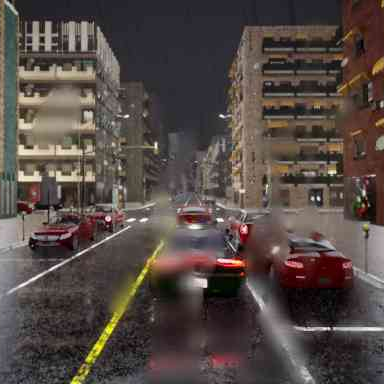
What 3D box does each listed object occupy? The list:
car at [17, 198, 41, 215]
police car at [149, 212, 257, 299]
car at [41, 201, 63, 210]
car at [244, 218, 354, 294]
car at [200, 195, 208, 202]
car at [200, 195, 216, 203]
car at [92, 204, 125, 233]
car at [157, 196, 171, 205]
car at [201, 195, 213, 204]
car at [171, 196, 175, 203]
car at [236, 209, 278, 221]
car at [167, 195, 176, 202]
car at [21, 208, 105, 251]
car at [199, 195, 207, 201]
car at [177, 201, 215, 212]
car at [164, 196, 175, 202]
[{"bbox_3d":[-17.446,1.240,31.216,5.009,1.841,2.192,0,-1,0],"label":"car"},{"bbox_3d":[0.129,1.506,8.538,2.038,1.542,4.974,0,0,0],"label":"police car"},{"bbox_3d":[-17.478,1.590,39.092,4.313,1.339,1.947,0,-1,0],"label":"car"},{"bbox_3d":[2.605,1.584,8.553,1.802,1.307,4.206,1,0,0],"label":"car"},{"bbox_3d":[2.877,1.555,80.556,1.887,1.381,4.507,1,0,0],"label":"car"},{"bbox_3d":[2.770,1.559,52.201,2.008,1.369,4.403,1,0,0],"label":"car"},{"bbox_3d":[-5.240,1.444,19.659,1.967,1.590,4.097,1,0,0],"label":"car"},{"bbox_3d":[-5.090,1.534,57.701,1.752,1.417,4.829,1,0,0],"label":"car"},{"bbox_3d":[2.814,1.449,63.543,1.967,1.590,4.097,1,0,0],"label":"car"},{"bbox_3d":[-5.047,1.535,69.043,1.752,1.417,4.829,1,0,0],"label":"car"},{"bbox_3d":[2.628,1.443,14.102,1.967,1.590,4.097,1,0,0],"label":"car"},{"bbox_3d":[-5.004,1.555,80.555,1.887,1.381,4.507,1,0,0],"label":"car"},{"bbox_3d":[-5.259,1.585,14.110,1.802,1.307,4.206,1,0,0],"label":"car"},{"bbox_3d":[2.898,1.561,86.226,2.008,1.369,4.403,1,0,0],"label":"car"},{"bbox_3d":[0.135,1.482,18.999,1.882,1.535,5.008,0,0,0],"label":"car"},{"bbox_3d":[-5.025,1.575,74.884,1.947,1.339,4.313,1,0,0],"label":"car"}]
